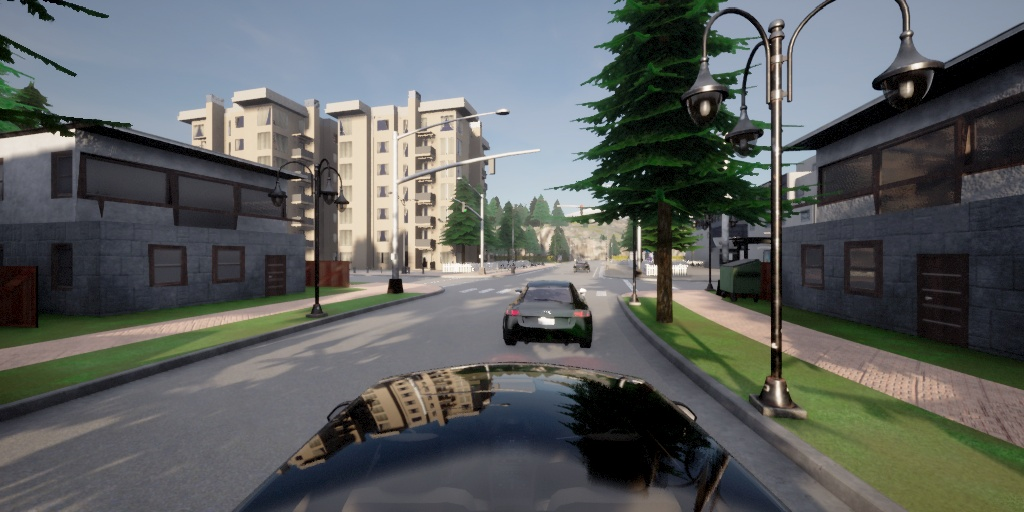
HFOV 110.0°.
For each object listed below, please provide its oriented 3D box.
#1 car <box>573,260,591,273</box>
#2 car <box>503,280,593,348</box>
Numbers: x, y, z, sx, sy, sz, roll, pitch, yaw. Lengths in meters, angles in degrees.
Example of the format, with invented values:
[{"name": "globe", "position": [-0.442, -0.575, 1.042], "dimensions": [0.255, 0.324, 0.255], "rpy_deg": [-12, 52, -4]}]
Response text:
[{"name": "car", "position": [8.746, 1.276, 44.880], "dimensions": [2.128, 1.511, 4.902], "rpy_deg": [0, 0, 14]}, {"name": "car", "position": [0.997, 1.314, 9.335], "dimensions": [1.994, 1.385, 4.181], "rpy_deg": [0, 0, 8]}]
